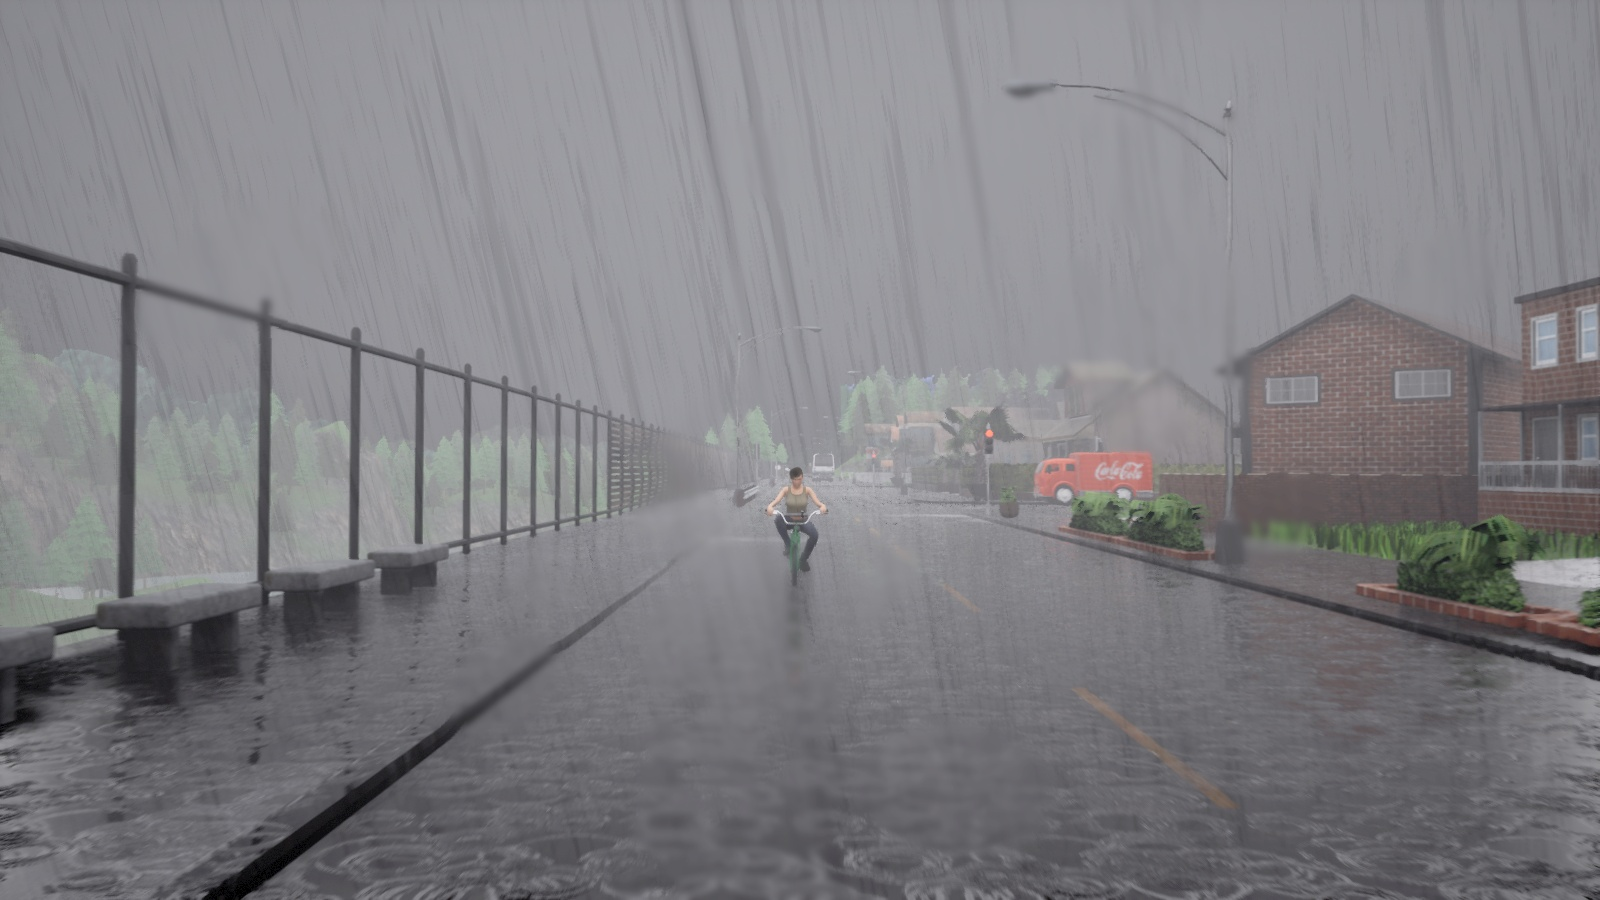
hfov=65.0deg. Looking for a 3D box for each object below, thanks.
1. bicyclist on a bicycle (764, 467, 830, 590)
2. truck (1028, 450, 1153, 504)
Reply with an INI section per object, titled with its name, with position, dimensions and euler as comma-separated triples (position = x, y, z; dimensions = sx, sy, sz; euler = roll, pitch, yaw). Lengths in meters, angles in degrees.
[bicyclist on a bicycle]
position = -0.037, 1.040, 17.217
dimensions = 0.866, 1.612, 1.509
euler = 0, -1, 0
[truck]
position = 13.540, 1.259, 58.803
dimensions = 5.204, 2.467, 2.627
euler = 0, -1, 0
